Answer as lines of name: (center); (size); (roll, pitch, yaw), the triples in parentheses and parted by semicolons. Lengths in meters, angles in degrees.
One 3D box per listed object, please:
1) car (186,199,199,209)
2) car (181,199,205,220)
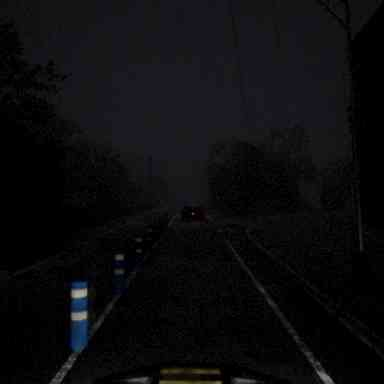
car: (0.104, 1.718, 48.735); (1.812, 1.442, 4.674); (0, 0, 0)
car: (0.092, 1.597, 29.110); (1.882, 1.535, 5.008); (0, 0, 0)
